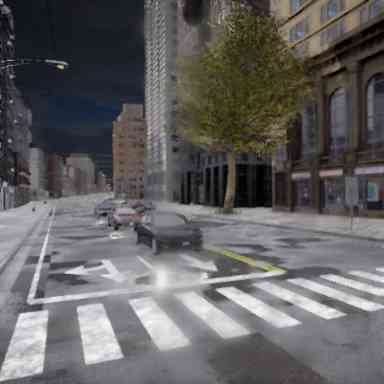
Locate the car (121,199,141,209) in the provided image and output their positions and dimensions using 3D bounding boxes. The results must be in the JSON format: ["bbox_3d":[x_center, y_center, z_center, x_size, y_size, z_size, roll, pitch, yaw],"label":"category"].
[{"bbox_3d":[-9.957,1.892,54.033,2.128,1.511,4.902,0,0,-22],"label":"car"}]

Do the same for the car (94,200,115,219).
[{"bbox_3d":[-8.540,1.851,32.736,2.033,1.411,5.357,0,0,-21],"label":"car"}]

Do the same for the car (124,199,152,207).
[{"bbox_3d":[-6.354,1.791,36.529,2.128,1.511,4.902,0,0,-22],"label":"car"}]

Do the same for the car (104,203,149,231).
[{"bbox_3d":[-4.613,1.736,22.885,1.812,1.442,4.674,0,0,-22],"label":"car"}]

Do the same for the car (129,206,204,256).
[{"bbox_3d":[-1.131,1.595,14.162,1.882,1.535,5.008,0,0,-22],"label":"car"}]

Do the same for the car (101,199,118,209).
[{"bbox_3d":[-13.840,1.987,55.252,2.033,1.411,5.357,0,0,-22],"label":"car"}]

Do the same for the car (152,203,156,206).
[{"bbox_3d":[-6.190,1.897,44.760,1.994,1.385,4.181,0,0,-21],"label":"car"}]
